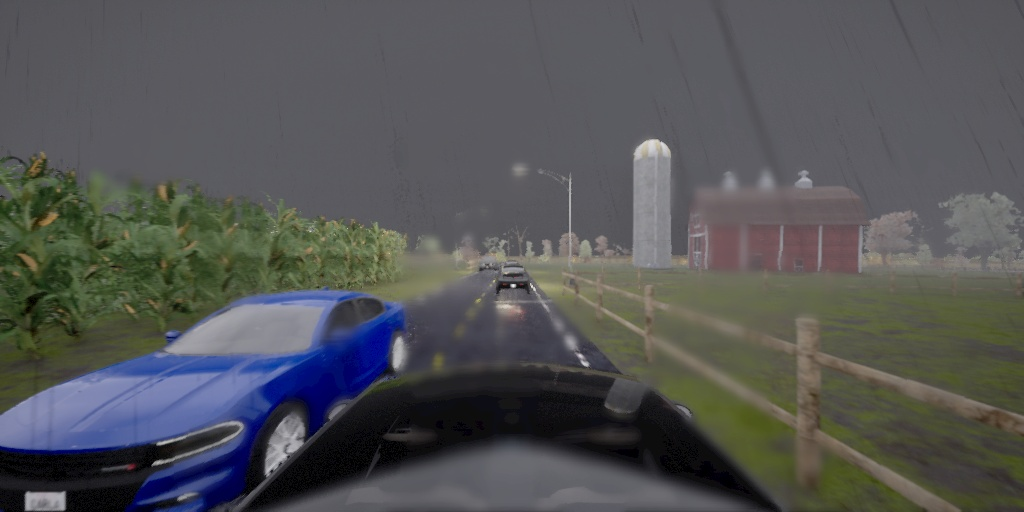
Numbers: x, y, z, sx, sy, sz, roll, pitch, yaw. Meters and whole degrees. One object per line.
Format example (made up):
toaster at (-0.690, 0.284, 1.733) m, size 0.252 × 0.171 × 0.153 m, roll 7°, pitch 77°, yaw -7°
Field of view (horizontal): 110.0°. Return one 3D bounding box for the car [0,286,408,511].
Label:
car at (-2.857, 1.227, 4.690) m, size 1.882 × 1.535 × 5.008 m, roll 0°, pitch 0°, yaw 0°

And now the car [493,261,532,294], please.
car at (0.060, 1.250, 20.480) m, size 1.837 × 1.490 × 4.892 m, roll 0°, pitch 0°, yaw 0°

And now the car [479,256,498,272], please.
car at (-2.937, 0.976, 45.490) m, size 2.150 × 2.045 × 5.566 m, roll 0°, pitch 0°, yaw 0°
